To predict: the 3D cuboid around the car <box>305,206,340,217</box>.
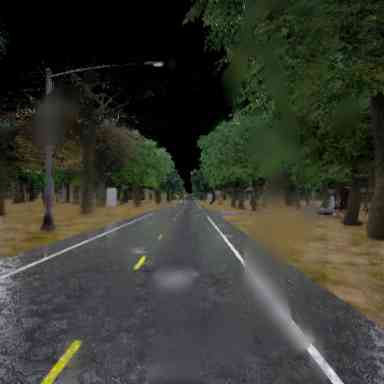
[{"bbox_3d":[18.907,2.801,48.311,4.902,1.511,2.128,2,-2,-2],"label":"car"}]
